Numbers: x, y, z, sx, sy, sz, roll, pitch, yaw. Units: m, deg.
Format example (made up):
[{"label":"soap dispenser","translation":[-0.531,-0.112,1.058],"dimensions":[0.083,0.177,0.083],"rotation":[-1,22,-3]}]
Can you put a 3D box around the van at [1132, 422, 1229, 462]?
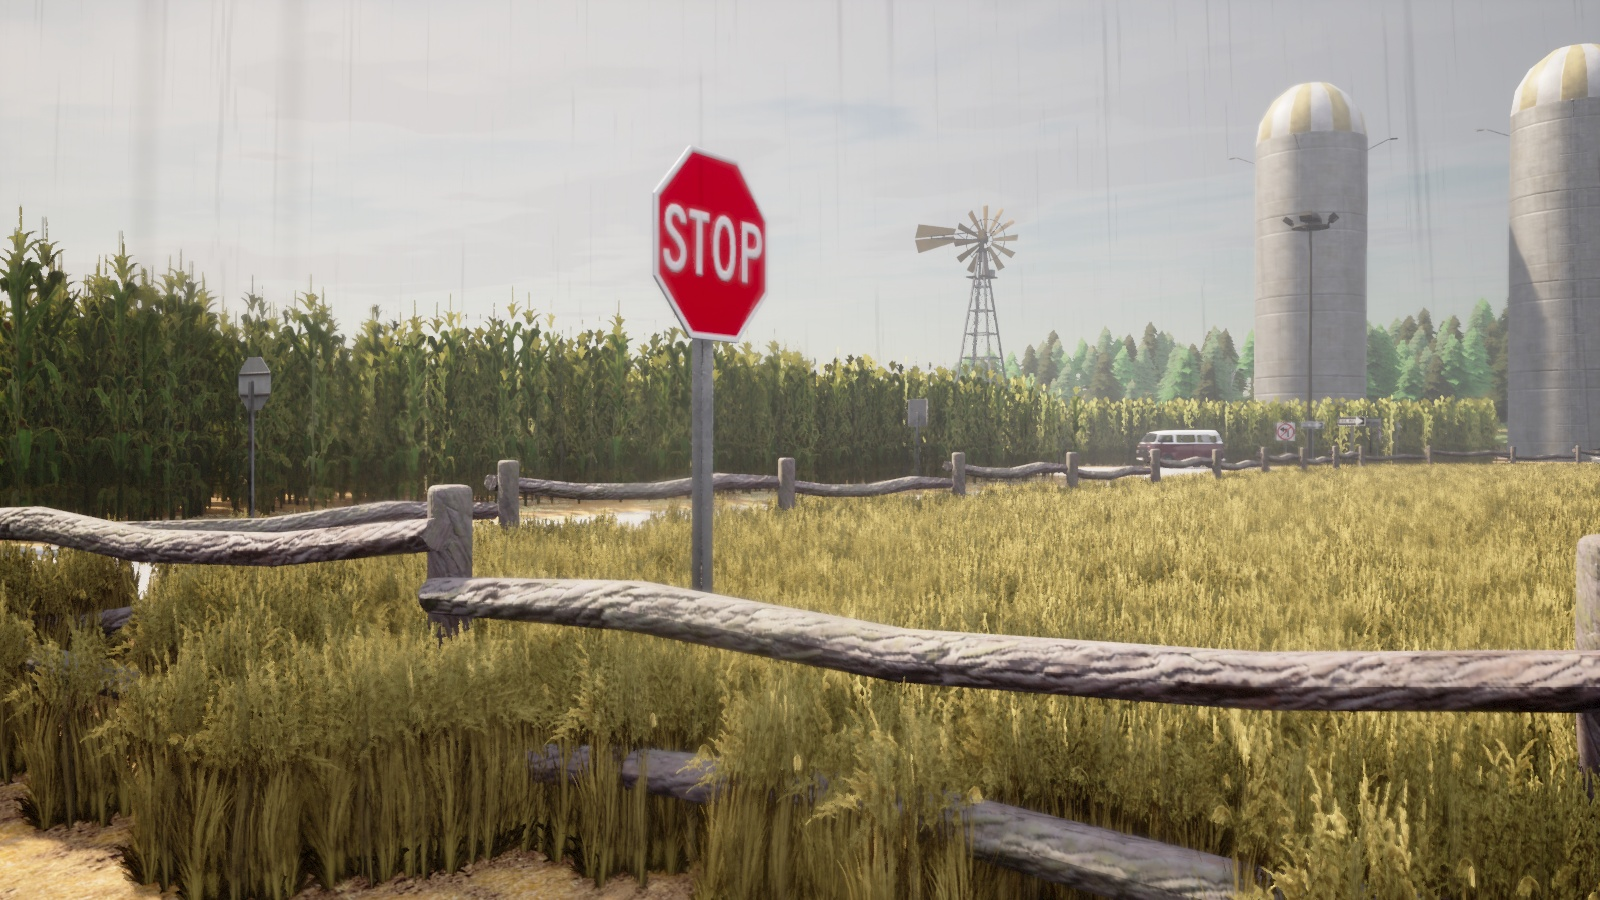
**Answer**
[{"label":"van","translation":[20.311,-0.418,67.127],"dimensions":[4.480,2.038,2.069],"rotation":[-1,0,-11]}]

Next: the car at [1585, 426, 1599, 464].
[{"label":"car","translation":[33.706,-0.229,49.250],"dimensions":[4.514,1.525,2.007],"rotation":[-1,0,10]}]
